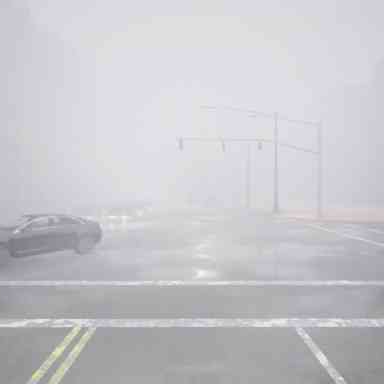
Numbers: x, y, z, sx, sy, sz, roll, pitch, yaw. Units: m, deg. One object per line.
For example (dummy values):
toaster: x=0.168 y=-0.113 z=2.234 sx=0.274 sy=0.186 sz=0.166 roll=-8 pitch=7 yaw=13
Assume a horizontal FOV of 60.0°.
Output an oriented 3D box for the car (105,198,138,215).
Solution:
car: x=-7.107 y=1.564 z=33.975 sx=1.994 sy=1.385 sz=4.181 roll=0 pitch=0 yaw=0

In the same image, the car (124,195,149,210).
car: x=-7.106 y=1.525 z=42.720 sx=1.812 sy=1.442 sz=4.674 roll=0 pitch=0 yaw=0

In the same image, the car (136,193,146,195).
car: x=-10.529 y=1.228 z=68.641 sx=2.150 sy=2.045 sz=5.566 roll=0 pitch=0 yaw=0

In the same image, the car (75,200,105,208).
car: x=-10.608 y=1.525 z=34.006 sx=1.812 sy=1.442 sz=4.674 roll=0 pitch=0 yaw=0

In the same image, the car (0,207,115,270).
car: x=-5.344 y=1.491 z=11.235 sx=2.128 sy=1.511 sz=4.902 roll=-1 pitch=0 yaw=37

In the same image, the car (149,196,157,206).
car: x=-7.109 y=1.564 z=52.663 sx=1.994 sy=1.385 sz=4.181 roll=0 pitch=0 yaw=0

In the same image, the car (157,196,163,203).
car: x=-7.038 y=1.564 z=67.751 sx=1.994 sy=1.385 sz=4.181 roll=0 pitch=0 yaw=0

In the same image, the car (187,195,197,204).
car: x=0.072 y=1.492 z=63.387 sx=2.128 sy=1.511 sz=4.902 roll=0 pitch=0 yaw=0

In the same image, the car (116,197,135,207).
car: x=-10.613 y=1.547 z=53.669 sx=2.033 sy=1.411 sz=5.357 roll=0 pitch=0 yaw=0

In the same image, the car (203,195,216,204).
car: x=3.473 y=1.504 z=63.282 sx=1.837 sy=1.490 sz=4.892 roll=0 pitch=0 yaw=0

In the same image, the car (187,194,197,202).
car: x=-0.030 y=1.355 z=74.736 sx=2.097 sy=1.767 sz=4.553 roll=0 pitch=0 yaw=0
